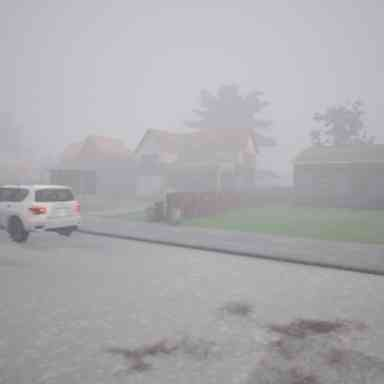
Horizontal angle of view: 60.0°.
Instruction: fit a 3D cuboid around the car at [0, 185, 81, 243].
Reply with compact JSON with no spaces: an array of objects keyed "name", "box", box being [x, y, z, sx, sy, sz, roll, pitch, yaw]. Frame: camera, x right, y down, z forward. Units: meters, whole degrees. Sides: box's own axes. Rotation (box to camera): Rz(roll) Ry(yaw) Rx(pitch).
[{"name":"car","box":[-6.848,0.711,13.327,5.566,2.045,2.150,2,2,34]}]
